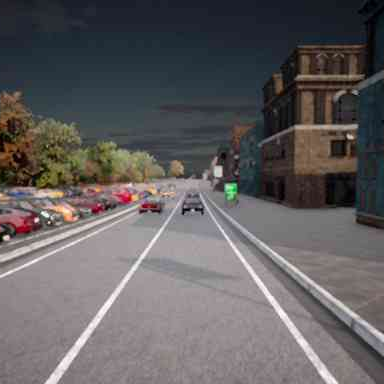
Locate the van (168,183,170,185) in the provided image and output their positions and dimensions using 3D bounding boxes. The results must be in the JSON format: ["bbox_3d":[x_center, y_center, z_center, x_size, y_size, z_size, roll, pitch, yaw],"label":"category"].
[{"bbox_3d":[-9.112,-1.238,91.259,4.442,1.987,1.878,0,2,0],"label":"van"}]

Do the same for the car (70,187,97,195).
[{"bbox_3d":[-22.480,-0.231,69.096,5.008,1.535,2.097,0,2,0],"label":"car"}]

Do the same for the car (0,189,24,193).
[{"bbox_3d":[-22.914,0.811,38.482,5.366,1.575,1.946,0,2,0],"label":"car"}]

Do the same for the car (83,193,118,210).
[{"bbox_3d":[-9.710,1.088,30.066,5.008,1.535,2.097,0,2,0],"label":"car"}]

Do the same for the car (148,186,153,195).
[{"bbox_3d":[-9.521,0.259,55.107,5.008,1.535,2.097,0,2,0],"label":"car"}]

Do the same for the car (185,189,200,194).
[{"bbox_3d":[0.084,0.350,47.609,2.097,1.767,4.553,0,2,0],"label":"car"}]

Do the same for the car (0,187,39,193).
[{"bbox_3d":[-22.678,0.469,41.255,5.566,2.045,2.435,0,2,0],"label":"car"}]

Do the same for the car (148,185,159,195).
[{"bbox_3d":[-9.264,-0.030,63.451,5.366,1.575,1.946,0,2,0],"label":"car"}]

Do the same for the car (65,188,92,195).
[{"bbox_3d":[-22.510,-0.094,66.315,4.674,1.452,2.002,0,2,0],"label":"car"}]

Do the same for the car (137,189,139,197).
[{"bbox_3d":[-9.621,0.730,41.199,5.008,1.535,2.097,0,2,0],"label":"car"}]

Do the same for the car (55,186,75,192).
[{"bbox_3d":[-22.602,0.250,55.181,4.892,1.521,2.231,0,2,0],"label":"car"}]

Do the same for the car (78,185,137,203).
[{"bbox_3d":[-9.677,0.573,38.409,5.566,2.045,2.435,0,2,0],"label":"car"}]

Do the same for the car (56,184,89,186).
[{"bbox_3d":[-22.523,-0.192,60.739,5.566,2.045,2.435,0,2,0],"label":"car"}]

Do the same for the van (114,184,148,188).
[{"bbox_3d":[-9.655,0.128,52.319,4.442,1.987,1.878,0,2,0],"label":"van"}]

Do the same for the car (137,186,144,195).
[{"bbox_3d":[-9.552,0.421,46.632,4.553,1.767,2.185,0,2,0],"label":"car"}]

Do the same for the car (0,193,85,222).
[{"bbox_3d":[-9.812,1.158,21.700,4.553,1.767,2.185,0,1,0],"label":"car"}]

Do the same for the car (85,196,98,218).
[{"bbox_3d":[-9.762,1.267,24.490,4.674,1.452,2.002,0,1,0],"label":"car"}]

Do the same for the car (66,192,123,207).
[{"bbox_3d":[-9.663,1.037,32.852,4.792,1.488,2.163,0,2,0],"label":"car"}]

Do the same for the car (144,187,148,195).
[{"bbox_3d":[-9.566,0.450,49.543,4.892,1.521,2.231,0,2,0],"label":"car"}]

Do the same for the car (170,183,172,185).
[{"bbox_3d":[-9.178,-1.365,94.040,5.566,2.045,2.435,0,2,0],"label":"car"}]

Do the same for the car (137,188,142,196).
[{"bbox_3d":[-9.790,0.633,43.982,5.366,1.575,1.946,0,2,0],"label":"car"}]

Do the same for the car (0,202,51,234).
[{"bbox_3d":[-9.854,1.401,16.136,4.792,1.488,2.163,0,1,0],"label":"car"}]

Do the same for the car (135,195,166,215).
[{"bbox_3d":[-3.374,1.187,28.540,1.895,1.301,4.718,0,1,0],"label":"car"}]

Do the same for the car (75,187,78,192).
[{"bbox_3d":[-22.602,0.184,57.963,4.792,1.488,2.163,0,2,0],"label":"car"}]

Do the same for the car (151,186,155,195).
[{"bbox_3d":[-9.489,0.164,57.888,5.008,1.535,2.097,0,2,0],"label":"car"}]

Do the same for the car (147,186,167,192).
[{"bbox_3d":[-9.245,-0.911,88.486,4.892,1.521,2.231,0,2,0],"label":"car"}]

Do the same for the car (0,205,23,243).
[{"bbox_3d":[-9.818,1.431,13.348,4.792,1.488,2.163,0,1,0],"label":"car"}]

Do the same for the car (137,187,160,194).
[{"bbox_3d":[-9.354,-0.288,71.798,4.792,1.488,2.163,0,2,0],"label":"car"}]

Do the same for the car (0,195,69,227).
[{"bbox_3d":[-9.834,1.207,18.921,4.553,1.767,2.185,0,1,0],"label":"car"}]

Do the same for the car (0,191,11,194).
[{"bbox_3d":[-22.746,0.912,35.574,5.008,1.535,2.097,0,2,0],"label":"car"}]

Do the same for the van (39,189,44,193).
[{"bbox_3d":[-22.567,0.401,44.039,4.442,1.987,1.878,0,2,0],"label":"van"}]

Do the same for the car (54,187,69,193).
[{"bbox_3d":[-22.623,0.344,52.397,5.008,1.535,2.097,0,2,0],"label":"car"}]

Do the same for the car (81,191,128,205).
[{"bbox_3d":[-9.668,0.958,35.637,4.674,1.452,2.002,0,2,0],"label":"car"}]

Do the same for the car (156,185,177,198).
[{"bbox_3d":[-3.271,0.232,44.517,1.882,1.535,5.008,0,2,0],"label":"car"}]

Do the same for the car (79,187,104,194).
[{"bbox_3d":[-22.446,-0.427,74.662,5.008,1.535,2.097,0,2,0],"label":"car"}]

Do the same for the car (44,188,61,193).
[{"bbox_3d":[-22.642,0.479,49.615,4.674,1.452,2.002,0,2,0],"label":"car"}]

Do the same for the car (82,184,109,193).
[{"bbox_3d":[-22.391,-0.776,77.438,5.566,2.045,2.435,0,2,0],"label":"car"}]

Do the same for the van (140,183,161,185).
[{"bbox_3d":[-9.289,-0.444,68.944,4.442,1.987,1.878,0,2,0],"label":"van"}]

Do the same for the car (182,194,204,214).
[{"bbox_3d":[0.070,1.165,29.508,1.895,1.301,4.718,0,2,0],"label":"car"}]

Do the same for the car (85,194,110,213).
[{"bbox_3d":[-9.731,1.161,27.277,5.008,1.535,2.097,0,1,0],"label":"car"}]
